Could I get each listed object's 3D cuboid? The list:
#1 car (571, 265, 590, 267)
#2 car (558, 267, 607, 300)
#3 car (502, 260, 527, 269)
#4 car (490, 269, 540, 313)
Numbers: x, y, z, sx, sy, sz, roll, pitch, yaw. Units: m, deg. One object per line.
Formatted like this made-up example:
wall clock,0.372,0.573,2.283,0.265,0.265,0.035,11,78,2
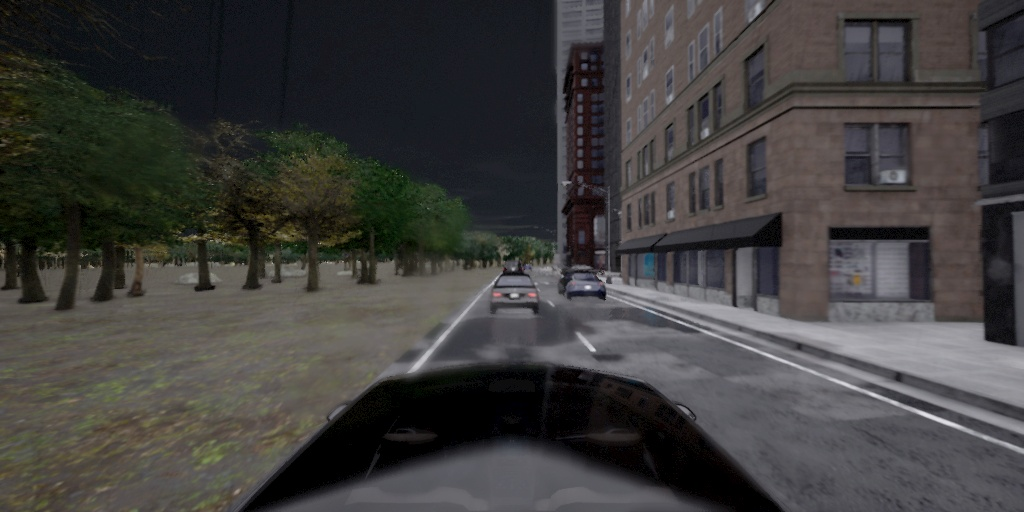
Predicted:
car,8.004,1.743,40.280,5.008,1.535,1.882,0,-3,-24
car,3.610,1.487,19.052,1.994,1.385,4.181,0,-1,0
car,0.119,1.457,37.563,2.150,2.045,5.566,0,-1,0
car,0.105,1.412,14.544,2.033,1.411,5.357,0,-1,0
